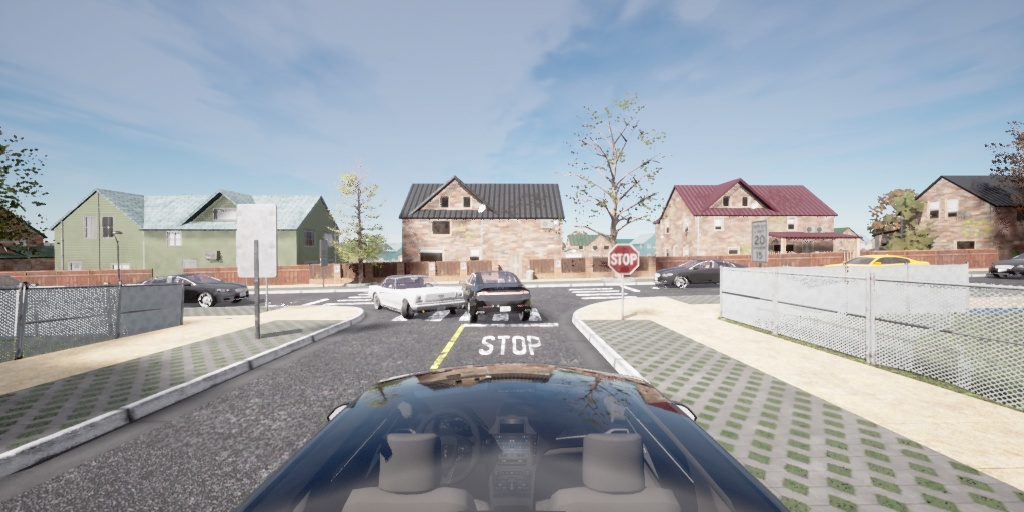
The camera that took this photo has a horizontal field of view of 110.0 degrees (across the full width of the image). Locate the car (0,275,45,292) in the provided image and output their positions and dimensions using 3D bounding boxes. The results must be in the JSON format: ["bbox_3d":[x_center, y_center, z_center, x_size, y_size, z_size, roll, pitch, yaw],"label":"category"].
[{"bbox_3d":[-24.242,1.648,16.522,4.553,1.767,2.097,-1,1,0],"label":"car"}]

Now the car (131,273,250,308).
[{"bbox_3d":[-14.904,1.566,16.563,4.902,1.511,2.128,-1,1,0],"label":"car"}]

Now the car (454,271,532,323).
[{"bbox_3d":[-0.687,1.243,12.210,2.128,1.511,4.902,0,0,-12],"label":"car"}]

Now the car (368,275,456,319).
[{"bbox_3d":[-3.604,1.368,13.069,1.895,1.301,4.718,0,0,-38],"label":"car"}]

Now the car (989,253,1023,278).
[{"bbox_3d":[29.383,0.478,19.694,4.902,1.511,2.128,-1,1,0],"label":"car"}]

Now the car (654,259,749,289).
[{"bbox_3d":[10.328,0.926,19.619,4.902,1.511,2.128,-1,1,0],"label":"car"}]

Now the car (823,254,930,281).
[{"bbox_3d":[19.759,0.690,19.657,5.008,1.535,1.882,-1,1,-1],"label":"car"}]
